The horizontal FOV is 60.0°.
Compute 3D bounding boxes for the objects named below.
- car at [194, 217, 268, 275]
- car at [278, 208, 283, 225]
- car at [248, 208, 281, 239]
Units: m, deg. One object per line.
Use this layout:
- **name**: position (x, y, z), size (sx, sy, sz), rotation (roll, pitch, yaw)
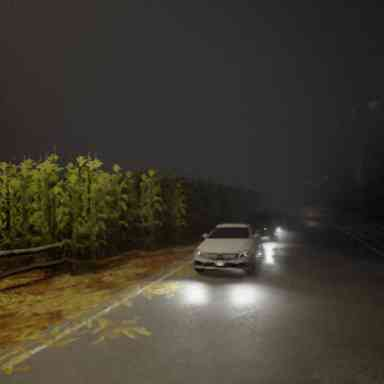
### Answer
- **car**: position (1.490, 1.848, 11.879), size (1.812, 1.442, 4.674), rotation (-2, -2, 17)
- **car**: position (7.321, 2.219, 30.437), size (2.128, 1.511, 4.902), rotation (-2, -2, 18)
- **car**: position (4.261, 2.020, 20.726), size (1.837, 1.490, 4.892), rotation (-2, -2, 17)
